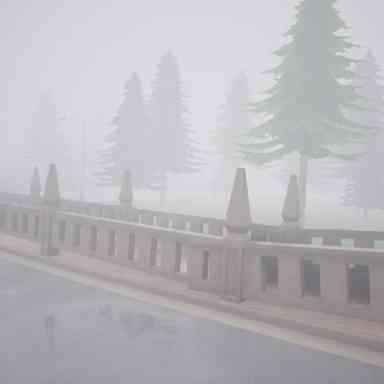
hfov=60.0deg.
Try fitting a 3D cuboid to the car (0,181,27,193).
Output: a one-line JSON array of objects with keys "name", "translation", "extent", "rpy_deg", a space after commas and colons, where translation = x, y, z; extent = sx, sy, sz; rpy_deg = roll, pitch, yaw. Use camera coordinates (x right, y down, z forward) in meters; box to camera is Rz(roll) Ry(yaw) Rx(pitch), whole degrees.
[{"name": "car", "translation": [-21.269, -0.476, 37.417], "extent": [1.882, 1.535, 5.008], "rpy_deg": [4, 3, 37]}]
